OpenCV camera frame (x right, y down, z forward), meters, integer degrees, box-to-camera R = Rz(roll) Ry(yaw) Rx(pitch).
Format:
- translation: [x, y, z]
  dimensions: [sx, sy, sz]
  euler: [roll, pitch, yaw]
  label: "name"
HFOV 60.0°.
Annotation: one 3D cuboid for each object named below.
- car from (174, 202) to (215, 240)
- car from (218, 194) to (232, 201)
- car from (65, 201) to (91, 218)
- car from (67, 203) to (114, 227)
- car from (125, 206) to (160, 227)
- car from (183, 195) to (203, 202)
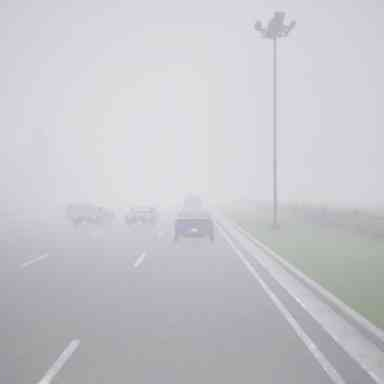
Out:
- translation: [0.103, 1.522, 17.199]
  dimensions: [1.882, 1.535, 5.008]
  euler: [0, 0, 0]
  label: "car"
- translation: [8.948, 1.443, 90.205]
  dimensions: [3.866, 1.878, 1.905]
  euler: [0, 0, 0]
  label: "car"
- translation: [-10.391, 1.588, 31.428]
  dimensions: [1.837, 1.490, 4.892]
  euler: [0, 0, 0]
  label: "car"
- translation: [-6.893, 1.662, 23.590]
  dimensions: [1.895, 1.301, 4.718]
  euler: [0, 0, 0]
  label: "car"
- translation: [-3.393, 1.662, 23.589]
  dimensions: [1.895, 1.301, 4.718]
  euler: [0, 0, 0]
  label: "car"
- translation: [0.111, 1.324, 39.561]
  dimensions: [2.150, 2.045, 5.566]
  euler: [0, 0, 0]
  label: "car"
